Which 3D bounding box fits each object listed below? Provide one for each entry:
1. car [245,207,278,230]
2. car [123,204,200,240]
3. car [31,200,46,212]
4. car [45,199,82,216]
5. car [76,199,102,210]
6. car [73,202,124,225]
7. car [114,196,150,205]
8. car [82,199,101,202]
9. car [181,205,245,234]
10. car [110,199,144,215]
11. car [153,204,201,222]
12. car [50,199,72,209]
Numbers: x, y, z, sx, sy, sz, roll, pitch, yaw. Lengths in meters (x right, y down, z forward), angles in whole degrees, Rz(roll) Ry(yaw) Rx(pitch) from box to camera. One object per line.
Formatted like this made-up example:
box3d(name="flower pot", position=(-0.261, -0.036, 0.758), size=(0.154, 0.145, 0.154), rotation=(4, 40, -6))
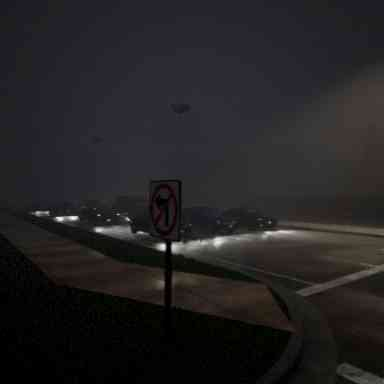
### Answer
box3d(name="car", position=(3.681, 1.719, 22.296), size=(1.994, 1.385, 4.181), rotation=(1, 0, -36))
box3d(name="car", position=(-1.810, 1.618, 17.983), size=(1.812, 1.442, 4.674), rotation=(1, 0, -34))
box3d(name="car", position=(-18.807, 1.679, 41.628), size=(1.994, 1.385, 4.181), rotation=(1, 0, -35))
box3d(name="car", position=(-12.982, 1.671, 33.435), size=(1.994, 1.385, 4.181), rotation=(1, 0, -36))
box3d(name="car", position=(-15.061, 1.729, 48.484), size=(2.033, 1.411, 5.357), rotation=(1, 0, -35))
box3d(name="car", position=(-7.165, 1.700, 25.352), size=(1.895, 1.301, 4.718), rotation=(1, 0, -36))
box3d(name="car", position=(-4.923, 1.353, 28.239), size=(2.150, 2.045, 5.566), rotation=(1, 0, -35))
box3d(name="car", position=(-10.728, 1.644, 36.299), size=(1.837, 1.490, 4.892), rotation=(1, 0, -36))
box3d(name="car", position=(0.767, 1.650, 20.389), size=(1.812, 1.442, 4.674), rotation=(1, 0, -36))
box3d(name="car", position=(-7.472, 1.648, 37.763), size=(1.882, 1.535, 5.008), rotation=(1, 0, -36))
box3d(name="car", position=(-1.436, 1.763, 29.376), size=(1.895, 1.301, 4.718), rotation=(1, 0, -36))
box3d(name="car", position=(-18.998, 1.716, 48.004), size=(1.994, 1.385, 4.181), rotation=(1, -1, -35))
